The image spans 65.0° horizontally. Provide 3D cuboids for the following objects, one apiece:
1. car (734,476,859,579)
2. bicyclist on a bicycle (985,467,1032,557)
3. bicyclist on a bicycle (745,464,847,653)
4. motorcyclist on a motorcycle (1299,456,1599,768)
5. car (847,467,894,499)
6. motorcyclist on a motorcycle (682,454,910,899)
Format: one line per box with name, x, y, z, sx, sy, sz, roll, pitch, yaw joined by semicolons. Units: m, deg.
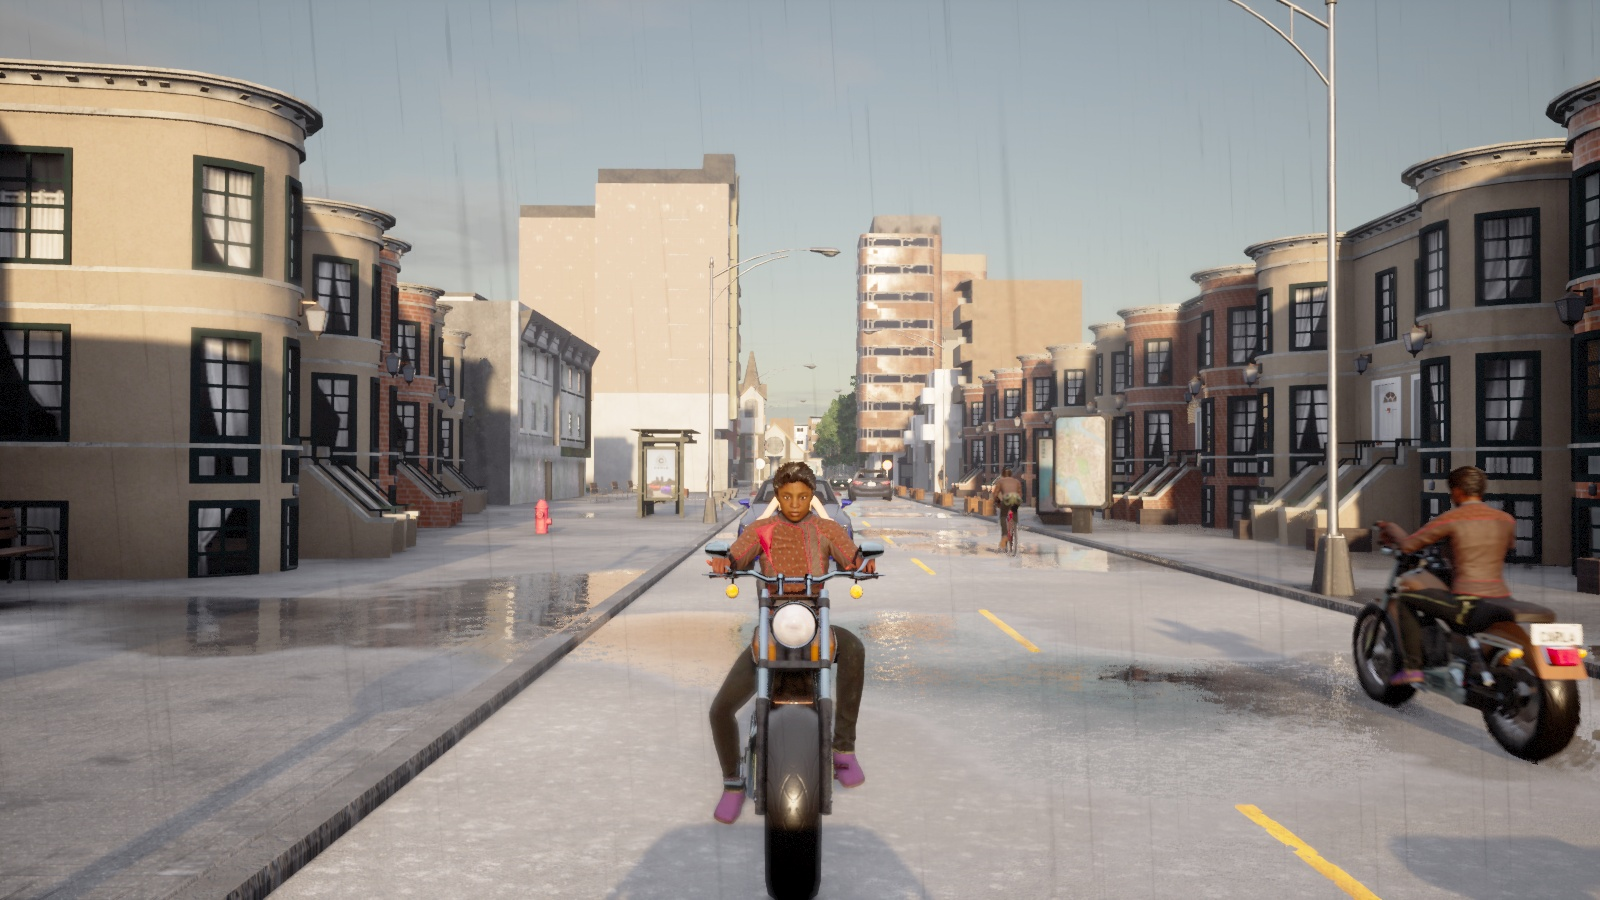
car;-0.067;1.170;20.390;1.816;1.474;4.193;0;-1;0
bicyclist on a bicycle;3.922;1.149;23.710;0.582;1.620;1.656;0;-1;0
bicyclist on a bicycle;-0.038;0.944;11.512;0.866;1.612;1.509;0;-1;0
motorcyclist on a motorcycle;3.973;0.880;7.832;0.766;1.649;2.350;0;-1;0
car;3.774;1.785;68.113;2.242;1.667;4.611;0;-1;0
motorcyclist on a motorcycle;-0.019;0.856;5.428;0.766;1.649;2.350;0;-1;0
